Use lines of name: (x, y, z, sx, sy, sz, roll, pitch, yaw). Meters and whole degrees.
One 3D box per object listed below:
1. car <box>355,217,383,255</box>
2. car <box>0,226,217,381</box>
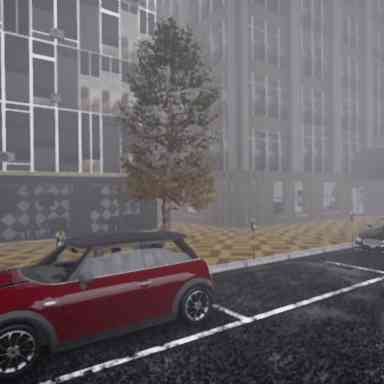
car: (7.607, 1.521, 12.001, 4.403, 1.369, 2.008, 0, 0, -36)
car: (-1.645, 1.436, 5.398, 4.097, 1.590, 1.967, 0, 0, -36)
